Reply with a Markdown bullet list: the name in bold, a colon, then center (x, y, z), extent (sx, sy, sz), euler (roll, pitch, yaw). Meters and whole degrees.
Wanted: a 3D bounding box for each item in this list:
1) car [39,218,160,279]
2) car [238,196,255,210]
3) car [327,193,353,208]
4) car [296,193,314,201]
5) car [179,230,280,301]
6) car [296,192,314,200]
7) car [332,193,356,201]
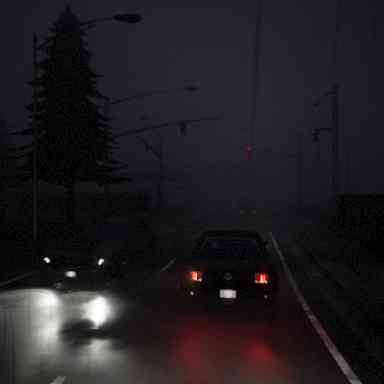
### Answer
- **car**: center (-2.422, 1.543, 10.428), extent (2.033, 1.411, 5.357), euler (0, 0, 9)
- **car**: center (7.172, 1.336, 43.295), extent (2.097, 1.767, 4.553), euler (0, 0, 10)
- **car**: center (20.184, 1.314, 43.095), extent (5.027, 1.636, 2.152), euler (0, 0, 10)
- **car**: center (26.047, 1.332, 76.847), extent (3.806, 1.475, 1.970), euler (0, 0, 10)
- **car**: center (0.979, 1.598, 8.355), extent (1.895, 1.301, 4.718), euler (0, 0, 8)
- **car**: center (27.223, 1.047, 80.016), extent (3.866, 1.878, 1.905), euler (0, 0, 10)
- **car**: center (34.405, 1.069, 75.420), extent (4.605, 1.855, 1.932), euler (0, 0, 10)
